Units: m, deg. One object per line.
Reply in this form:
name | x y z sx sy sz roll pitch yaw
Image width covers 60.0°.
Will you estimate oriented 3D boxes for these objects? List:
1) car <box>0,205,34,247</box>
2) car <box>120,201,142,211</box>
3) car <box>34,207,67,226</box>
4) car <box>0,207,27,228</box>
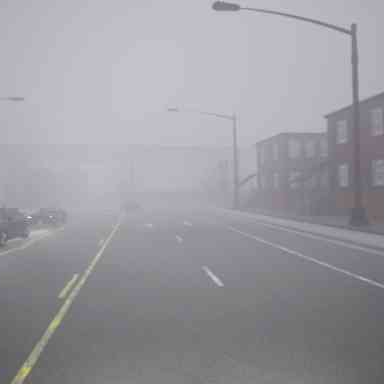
car | -9.602 1.587 16.058 2.097 1.767 4.553 -1 0 -9
car | -8.316 1.796 44.533 1.895 1.301 4.718 -1 0 -26
car | -11.167 1.872 25.921 1.895 1.301 4.718 -1 0 -9
car | -14.722 1.961 25.998 1.895 1.301 4.718 -1 0 -9
